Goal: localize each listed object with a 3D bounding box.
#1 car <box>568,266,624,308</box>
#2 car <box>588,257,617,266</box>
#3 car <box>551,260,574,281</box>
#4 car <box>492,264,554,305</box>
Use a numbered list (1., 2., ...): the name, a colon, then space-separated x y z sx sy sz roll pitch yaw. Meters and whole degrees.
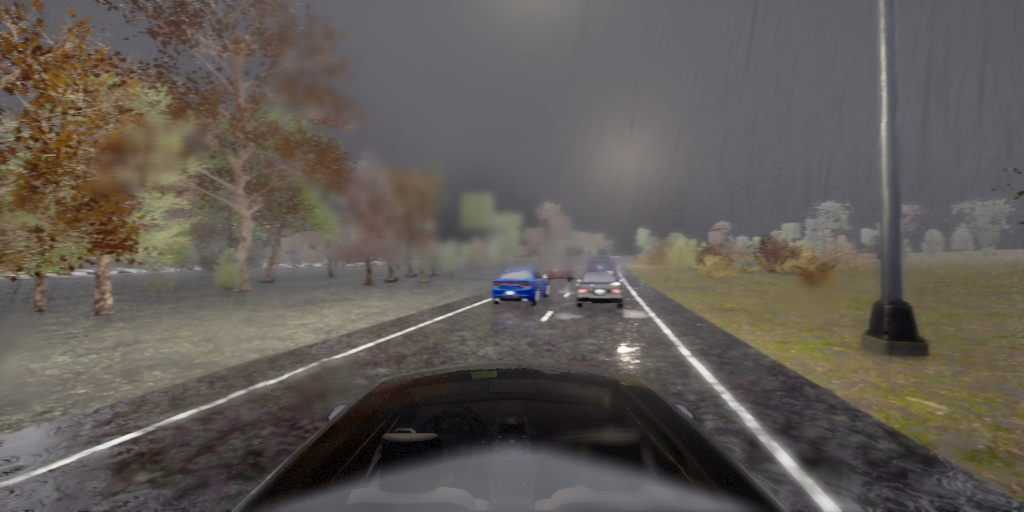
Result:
1. car: 3.803 1.350 15.527 2.033 1.411 5.357 -1 0 14
2. car: 7.584 1.078 30.032 2.150 2.045 5.566 -1 0 15
3. car: 4.227 1.263 31.008 2.097 1.767 4.553 -1 -1 15
4. car: 0.535 1.333 16.856 1.882 1.535 5.008 -1 0 14
